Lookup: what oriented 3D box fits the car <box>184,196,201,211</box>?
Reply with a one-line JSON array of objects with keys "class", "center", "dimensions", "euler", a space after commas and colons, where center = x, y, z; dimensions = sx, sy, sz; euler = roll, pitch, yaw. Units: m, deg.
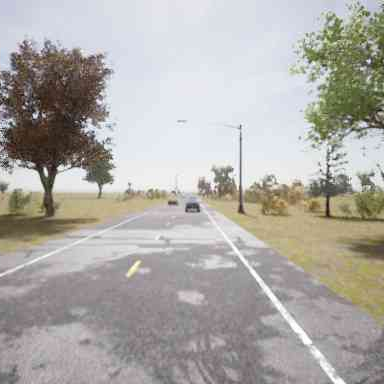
[{"class": "car", "center": [0.082, 1.695, 43.818], "dimensions": [1.837, 1.490, 4.892], "euler": [0, 0, 0]}]

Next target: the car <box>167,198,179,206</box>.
[{"class": "car", "center": [-3.545, 1.869, 62.280], "dimensions": [1.895, 1.301, 4.718], "euler": [0, 0, 1]}]
